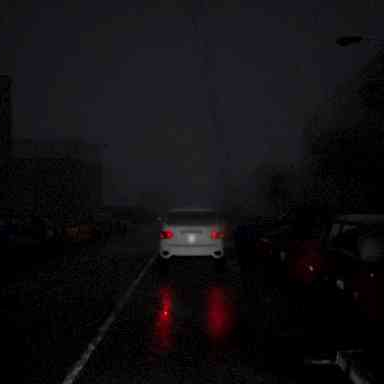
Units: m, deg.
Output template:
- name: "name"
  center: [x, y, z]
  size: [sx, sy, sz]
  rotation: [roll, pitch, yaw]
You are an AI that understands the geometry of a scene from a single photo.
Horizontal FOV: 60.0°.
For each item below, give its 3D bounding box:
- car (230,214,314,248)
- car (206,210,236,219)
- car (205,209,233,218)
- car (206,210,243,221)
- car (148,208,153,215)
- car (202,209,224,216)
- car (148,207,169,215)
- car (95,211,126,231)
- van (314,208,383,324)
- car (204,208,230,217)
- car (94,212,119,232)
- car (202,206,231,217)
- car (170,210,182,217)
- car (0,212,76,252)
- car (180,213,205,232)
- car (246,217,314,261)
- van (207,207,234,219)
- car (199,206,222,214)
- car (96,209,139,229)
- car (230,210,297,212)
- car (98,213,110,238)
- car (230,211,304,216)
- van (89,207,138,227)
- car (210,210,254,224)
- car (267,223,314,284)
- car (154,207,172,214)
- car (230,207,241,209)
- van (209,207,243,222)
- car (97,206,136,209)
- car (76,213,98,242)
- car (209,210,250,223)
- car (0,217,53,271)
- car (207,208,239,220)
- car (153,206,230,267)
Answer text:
- name: "car"
  center: [4.617, 2.020, 16.976]
  size: [4.792, 1.488, 2.163]
  rotation: [0, -2, 0]
- name: "car"
  center: [4.637, 3.593, 53.259]
  size: [4.674, 1.452, 2.002]
  rotation: [0, -2, 0]
- name: "car"
  center: [4.667, 3.823, 58.844]
  size: [4.792, 1.488, 2.163]
  rotation: [0, -2, 0]
- name: "car"
  center: [4.635, 3.318, 47.804]
  size: [5.008, 1.535, 2.097]
  rotation: [0, -2, 0]
- name: "car"
  center: [-7.722, 4.189, 73.856]
  size: [5.566, 2.045, 2.435]
  rotation: [0, -2, 0]
- name: "car"
  center: [4.606, 4.424, 72.799]
  size: [4.792, 1.488, 2.163]
  rotation: [0, -2, 0]
- name: "car"
  center: [-7.663, 4.435, 76.661]
  size: [4.553, 1.767, 2.185]
  rotation: [0, -2, 0]
- name: "car"
  center: [-7.683, 2.380, 25.075]
  size: [4.674, 1.452, 2.002]
  rotation: [0, -2, 0]
- name: "van"
  center: [4.765, 1.353, 5.845]
  size: [4.442, 1.987, 1.878]
  rotation: [0, -2, 0]
- name: "car"
  center: [4.607, 3.789, 61.639]
  size: [4.553, 1.767, 2.185]
  rotation: [0, -2, 0]
- name: "car"
  center: [-7.682, 2.265, 22.410]
  size: [4.674, 1.452, 2.002]
  rotation: [0, -2, 0]
- name: "car"
  center: [4.665, 3.783, 64.437]
  size: [5.566, 2.045, 2.435]
  rotation: [0, -2, 0]
- name: "car"
  center: [-3.037, 4.115, 63.504]
  size: [1.895, 1.301, 4.718]
  rotation: [0, -2, 1]
- name: "car"
  center: [-7.652, 1.734, 13.926]
  size: [4.553, 1.767, 2.185]
  rotation: [0, -2, 0]
- name: "car"
  center: [0.013, 2.577, 28.633]
  size: [1.994, 1.385, 4.181]
  rotation: [0, -2, 0]
- name: "car"
  center: [4.647, 1.757, 11.454]
  size: [5.008, 1.535, 2.097]
  rotation: [0, -2, 0]
- name: "van"
  center: [4.756, 3.448, 56.061]
  size: [4.442, 1.987, 1.878]
  rotation: [0, -2, 0]
- name: "car"
  center: [4.606, 4.625, 83.973]
  size: [5.566, 2.045, 2.435]
  rotation: [0, -2, 0]
- name: "car"
  center: [-7.500, 2.462, 27.991]
  size: [5.366, 1.575, 1.946]
  rotation: [0, -2, 0]
- name: "car"
  center: [4.830, 2.348, 25.350]
  size: [5.366, 1.575, 1.946]
  rotation: [0, -2, 0]
- name: "car"
  center: [-7.655, 2.134, 19.624]
  size: [4.792, 1.488, 2.163]
  rotation: [0, -2, 0]
- name: "car"
  center: [4.675, 2.261, 22.558]
  size: [4.792, 1.488, 2.163]
  rotation: [0, -2, 0]
- name: "van"
  center: [-7.804, 2.474, 33.452]
  size: [4.442, 1.987, 1.878]
  rotation: [0, -2, 0]
- name: "car"
  center: [4.636, 2.954, 39.305]
  size: [4.892, 1.521, 2.231]
  rotation: [0, -2, 0]
- name: "car"
  center: [4.677, 1.685, 8.623]
  size: [4.792, 1.488, 2.163]
  rotation: [0, -2, 0]
- name: "car"
  center: [-7.728, 4.946, 88.528]
  size: [4.553, 1.767, 2.185]
  rotation: [0, -2, 0]
- name: "car"
  center: [4.610, 2.707, 36.522]
  size: [4.553, 1.767, 2.185]
  rotation: [0, -2, 0]
- name: "van"
  center: [4.524, 2.967, 44.897]
  size: [4.442, 1.987, 1.878]
  rotation: [0, -2, 0]
- name: "car"
  center: [-7.715, 2.329, 30.664]
  size: [5.566, 2.045, 2.435]
  rotation: [0, -2, 0]
- name: "car"
  center: [-7.869, 1.982, 16.836]
  size: [5.366, 1.575, 1.946]
  rotation: [0, -2, 0]
- name: "car"
  center: [4.648, 3.074, 42.097]
  size: [4.892, 1.521, 2.231]
  rotation: [0, -2, 0]
- name: "car"
  center: [-7.688, 1.744, 11.133]
  size: [5.008, 1.535, 2.097]
  rotation: [0, -2, 0]
- name: "car"
  center: [4.671, 3.308, 50.476]
  size: [4.553, 1.767, 2.185]
  rotation: [0, -2, 0]
- name: "car"
  center: [0.006, 1.555, 12.739]
  size: [2.150, 2.045, 5.566]
  rotation: [0, -2, 0]
